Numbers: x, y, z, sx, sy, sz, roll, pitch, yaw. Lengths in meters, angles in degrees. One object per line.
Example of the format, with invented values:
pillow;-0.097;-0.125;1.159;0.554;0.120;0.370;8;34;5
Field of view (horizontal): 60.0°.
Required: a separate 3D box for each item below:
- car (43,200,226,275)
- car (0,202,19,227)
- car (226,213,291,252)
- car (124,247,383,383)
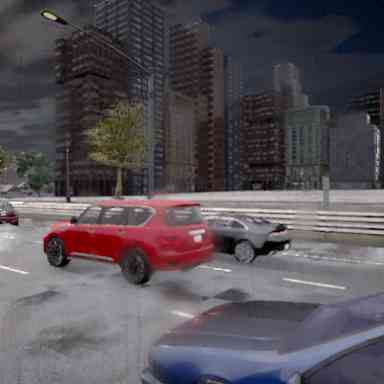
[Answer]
car;-2.037;1.247;9.744;5.566;2.045;2.150;0;0;36
car;-13.630;1.434;22.312;4.553;1.767;2.097;0;0;36
car;1.004;1.512;11.873;4.902;1.511;2.128;0;0;36
car;2.086;1.545;2.507;5.357;1.411;2.033;0;0;35
